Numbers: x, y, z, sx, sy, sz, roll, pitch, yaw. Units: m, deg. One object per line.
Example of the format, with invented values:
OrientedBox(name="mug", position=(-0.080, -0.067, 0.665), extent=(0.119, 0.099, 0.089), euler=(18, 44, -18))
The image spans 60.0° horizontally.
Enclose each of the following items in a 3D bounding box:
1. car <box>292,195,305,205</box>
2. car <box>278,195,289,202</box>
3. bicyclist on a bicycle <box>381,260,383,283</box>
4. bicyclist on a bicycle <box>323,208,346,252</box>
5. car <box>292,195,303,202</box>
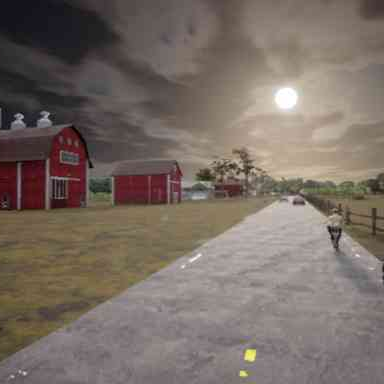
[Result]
OrientedBox(name="car", position=(18.371, 1.462, 57.291), extent=(1.994, 1.385, 4.181), euler=(-1, 0, 17))
OrientedBox(name="car", position=(19.569, 1.425, 71.006), extent=(1.837, 1.490, 4.892), euler=(-1, 0, 17))
OrientedBox(name="bicyclist on a bicycle", position=(3.075, 1.452, 4.803), extent=(0.582, 1.620, 1.656), euler=(-1, -1, 17))
OrientedBox(name="bicyclist on a bicycle", position=(5.540, 1.437, 12.876), extent=(0.866, 1.612, 1.509), euler=(-1, -1, 17))
OrientedBox(name="car", position=(22.251, 1.422, 70.367), extent=(2.033, 1.411, 5.357), euler=(-1, 0, 17))
